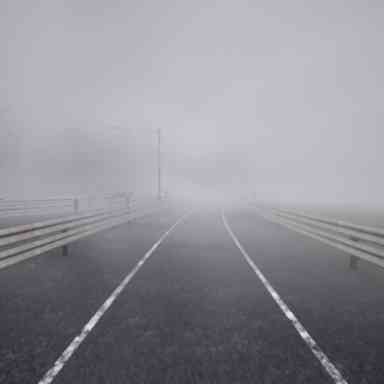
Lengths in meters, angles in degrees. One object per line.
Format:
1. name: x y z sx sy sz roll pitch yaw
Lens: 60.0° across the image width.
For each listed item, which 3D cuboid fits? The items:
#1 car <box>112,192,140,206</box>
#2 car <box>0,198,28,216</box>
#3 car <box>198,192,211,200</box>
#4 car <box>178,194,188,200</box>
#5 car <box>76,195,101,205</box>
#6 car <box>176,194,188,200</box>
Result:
1. car: -9.380 0.996 47.868 2.150 2.045 5.566 0 0 14
2. car: -14.771 1.217 25.594 2.128 1.511 4.902 0 0 13
3. car: 3.328 1.099 91.577 2.150 2.045 5.566 0 0 18
4. car: -2.392 1.457 85.117 1.895 1.301 4.718 0 0 17
5. car: -15.778 1.264 51.037 1.882 1.535 5.008 0 0 15
6. car: -2.887 1.387 95.107 1.837 1.490 4.892 0 0 18
